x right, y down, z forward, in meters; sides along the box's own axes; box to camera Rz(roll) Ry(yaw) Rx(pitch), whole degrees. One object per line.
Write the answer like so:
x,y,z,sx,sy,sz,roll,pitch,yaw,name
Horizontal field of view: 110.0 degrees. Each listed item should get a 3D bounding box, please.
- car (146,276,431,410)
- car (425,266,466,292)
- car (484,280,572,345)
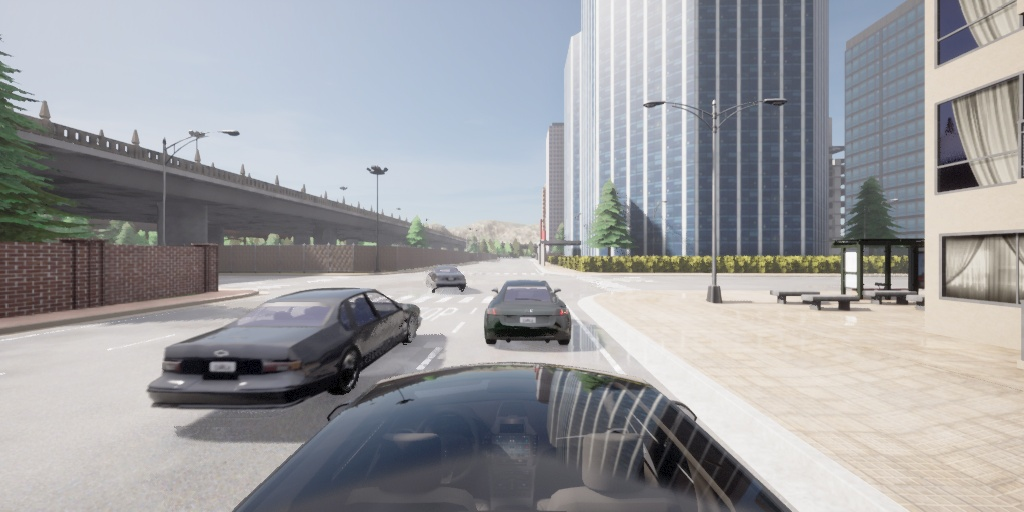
-3.212,1.297,6.555,2.033,1.411,5.357,0,0,1,car
-4.108,1.300,21.672,2.033,1.411,5.357,0,0,-19,car
0.382,1.314,9.531,1.994,1.385,4.181,0,0,1,car
